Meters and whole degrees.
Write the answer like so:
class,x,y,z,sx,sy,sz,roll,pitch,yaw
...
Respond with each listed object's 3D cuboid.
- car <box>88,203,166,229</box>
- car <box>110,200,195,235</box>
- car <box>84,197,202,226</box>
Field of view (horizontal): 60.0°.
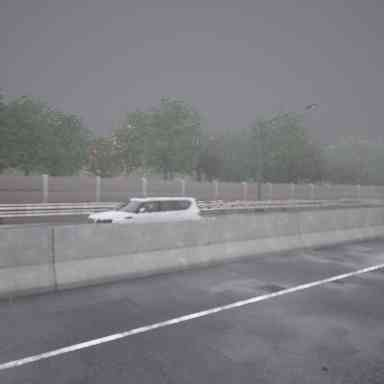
class,x,y,z,sx,sy,sz,roll,pitch,yaw
car,-4.324,1.547,22.490,4.892,1.490,1.837,0,0,-36
car,-2.259,1.394,19.664,4.553,1.767,2.097,0,0,-36
car,-2.080,1.253,15.470,5.566,2.045,2.150,0,0,-36
